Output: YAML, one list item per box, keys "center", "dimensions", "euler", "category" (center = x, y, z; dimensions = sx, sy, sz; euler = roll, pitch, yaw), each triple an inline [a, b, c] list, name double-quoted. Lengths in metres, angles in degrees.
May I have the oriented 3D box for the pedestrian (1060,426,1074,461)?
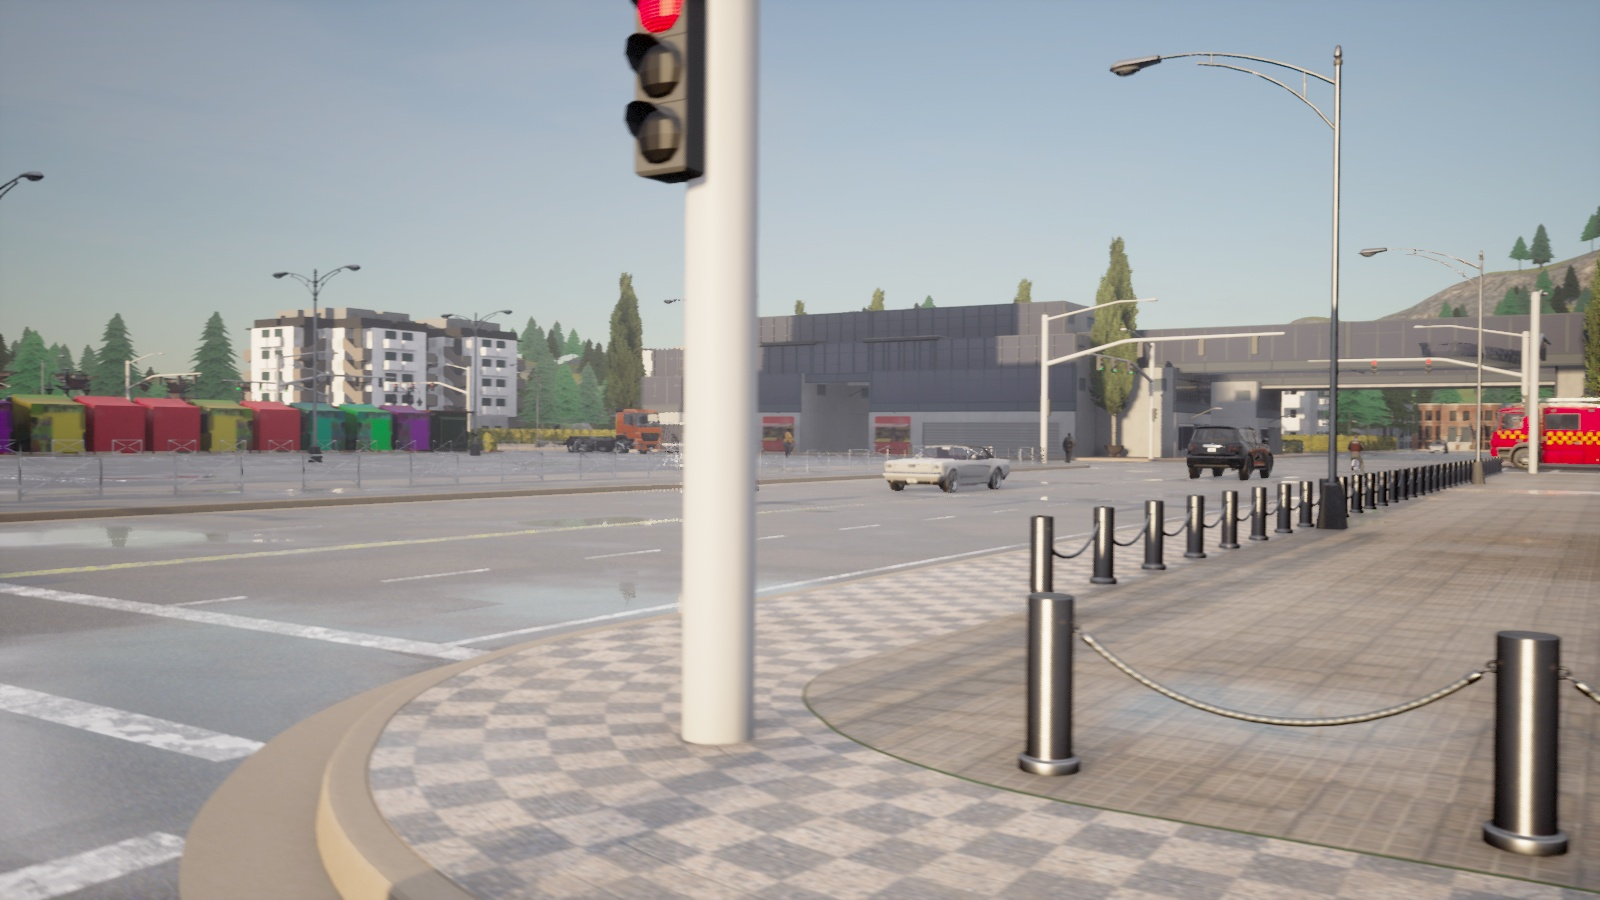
- center: [14.507, -0.360, 68.165]
  dimensions: [0.563, 1.883, 0.849]
  euler: [0, 1, 26]
  category: "pedestrian"

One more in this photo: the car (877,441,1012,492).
- center: [4.169, 0.429, 35.557]
  dimensions: [1.895, 1.301, 4.718]
  euler: [0, 1, 33]
  category: "car"

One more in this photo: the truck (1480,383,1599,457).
- center: [40.972, -1.558, 66.521]
  dimensions: [8.468, 3.827, 2.891]
  euler: [0, 1, 33]
  category: "truck"

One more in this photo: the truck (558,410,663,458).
- center: [-14.307, -1.167, 94.687]
  dimensions: [7.936, 3.462, 2.891]
  euler: [0, 1, 34]
  category: "truck"

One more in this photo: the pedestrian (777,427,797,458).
- center: [-0.793, -0.446, 76.593]
  dimensions: [0.900, 1.855, 0.874]
  euler: [0, 1, 35]
  category: "pedestrian"

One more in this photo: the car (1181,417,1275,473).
- center: [16.539, -0.223, 48.329]
  dimensions: [2.150, 2.045, 5.566]
  euler: [0, 1, 33]
  category: "car"
